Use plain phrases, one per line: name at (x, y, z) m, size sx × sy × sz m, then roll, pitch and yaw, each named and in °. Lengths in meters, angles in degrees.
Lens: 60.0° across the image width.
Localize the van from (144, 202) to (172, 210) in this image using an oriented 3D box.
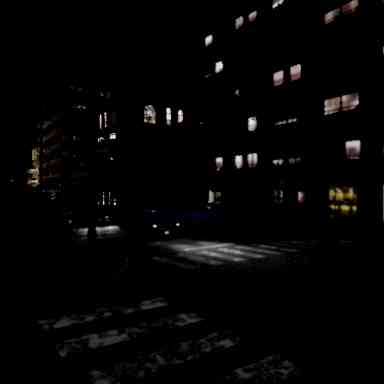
van at (-2.849, 1.802, 29.865) m, size 1.690 × 1.788 × 3.998 m, roll -1°, pitch 0°, yaw -36°

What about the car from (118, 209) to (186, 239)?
car at (-2.633, 1.917, 19.749) m, size 1.895 × 1.301 × 4.718 m, roll 0°, pitch -1°, yaw -36°

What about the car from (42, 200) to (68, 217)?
car at (-14.881, 1.872, 36.612) m, size 2.150 × 2.045 × 5.566 m, roll 0°, pitch -1°, yaw -36°

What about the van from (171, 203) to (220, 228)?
van at (0.409, 1.713, 25.386) m, size 1.690 × 1.788 × 3.998 m, roll -1°, pitch 0°, yaw -36°

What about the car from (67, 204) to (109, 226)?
car at (-8.619, 1.984, 27.981) m, size 1.837 × 1.490 × 4.892 m, roll 0°, pitch -1°, yaw -36°
